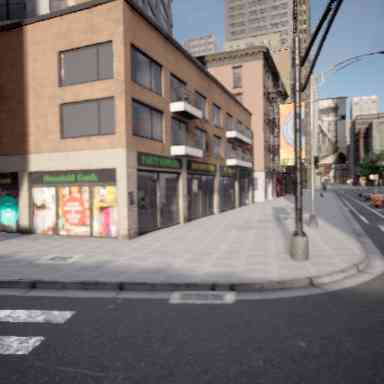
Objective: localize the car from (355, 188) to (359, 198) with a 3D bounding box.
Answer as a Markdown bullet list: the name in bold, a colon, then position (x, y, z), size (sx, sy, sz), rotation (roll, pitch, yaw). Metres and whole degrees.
- **car**: position (24.188, 0.150, 46.866), size (1.895, 1.301, 4.718), rotation (-1, 1, 22)

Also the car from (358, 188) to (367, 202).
- **car**: position (20.342, 0.379, 37.495), size (1.994, 1.385, 4.181), rotation (-1, 1, 22)

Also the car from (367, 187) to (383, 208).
- **car**: position (16.954, 0.404, 29.100), size (2.097, 1.767, 4.553), rotation (-1, 1, 22)
